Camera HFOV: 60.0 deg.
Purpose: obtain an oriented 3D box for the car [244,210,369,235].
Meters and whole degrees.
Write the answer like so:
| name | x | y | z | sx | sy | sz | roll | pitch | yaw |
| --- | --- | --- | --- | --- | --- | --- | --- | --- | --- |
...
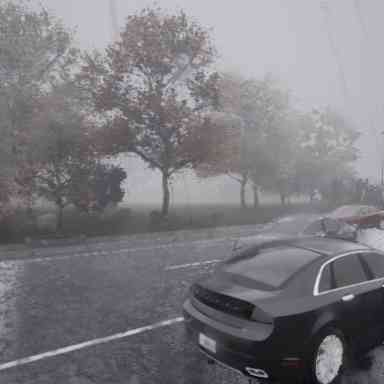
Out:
| name | x | y | z | sx | sy | sz | roll | pitch | yaw |
| --- | --- | --- | --- | --- | --- | --- | --- | --- | --- |
| car | 3.464 | 1.508 | 10.761 | 4.892 | 1.490 | 1.837 | 0 | 0 | -35 |

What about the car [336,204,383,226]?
| name | x | y | z | sx | sy | sz | roll | pitch | yaw |
| --- | --- | --- | --- | --- | --- | --- | --- | --- | --- |
| car | 9.369 | 1.485 | 19.270 | 5.008 | 1.535 | 1.882 | 0 | 0 | -35 |

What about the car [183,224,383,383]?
| name | x | y | z | sx | sy | sz | roll | pitch | yaw |
| --- | --- | --- | --- | --- | --- | --- | --- | --- | --- |
| car | 2.156 | 1.507 | 5.283 | 4.892 | 1.490 | 1.837 | 0 | 0 | -35 |
